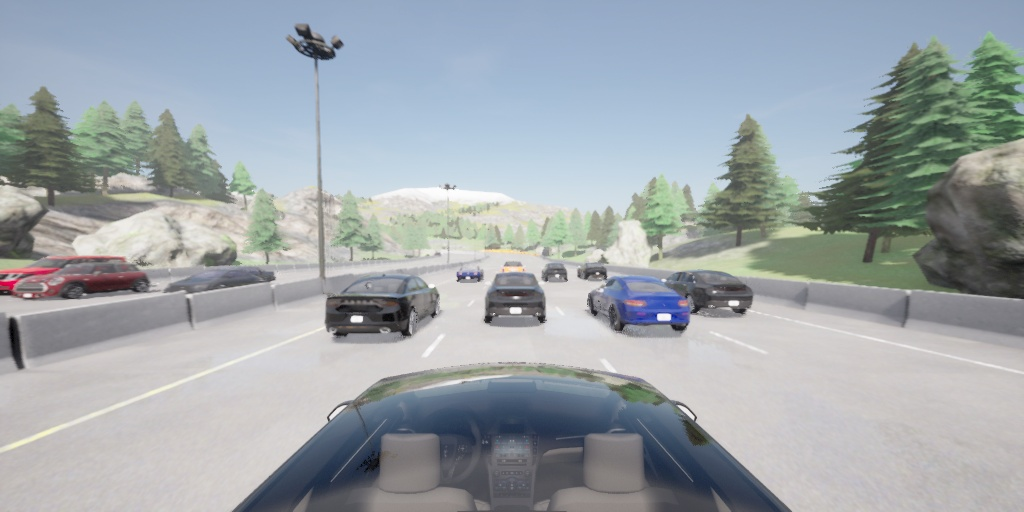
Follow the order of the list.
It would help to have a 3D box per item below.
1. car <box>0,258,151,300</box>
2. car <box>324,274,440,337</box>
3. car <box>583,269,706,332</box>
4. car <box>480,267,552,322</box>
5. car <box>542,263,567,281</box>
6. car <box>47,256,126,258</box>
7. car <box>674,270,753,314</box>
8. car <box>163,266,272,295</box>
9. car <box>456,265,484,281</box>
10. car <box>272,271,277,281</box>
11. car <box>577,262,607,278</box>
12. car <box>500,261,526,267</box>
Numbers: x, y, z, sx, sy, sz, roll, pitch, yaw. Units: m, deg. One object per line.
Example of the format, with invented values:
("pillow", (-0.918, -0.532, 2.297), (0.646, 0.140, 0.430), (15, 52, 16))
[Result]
("car", (-21.077, 1.128, 17.856), (2.097, 1.767, 4.553), (0, 0, 0))
("car", (-3.401, 1.239, 10.339), (1.882, 1.535, 5.008), (0, 0, 0))
("car", (3.599, 1.289, 10.786), (1.812, 1.442, 4.674), (0, 0, 0))
("car", (0.099, 1.271, 12.299), (1.837, 1.490, 4.892), (0, 0, 0))
("car", (3.596, 1.322, 30.863), (1.837, 1.490, 4.892), (0, 0, 0))
("car", (-24.567, 1.006, 19.884), (2.150, 2.045, 5.566), (0, 0, 0))
("car", (7.099, 1.277, 13.897), (1.837, 1.490, 4.892), (0, 0, 0))
("car", (-14.080, 1.341, 17.233), (1.994, 1.385, 4.181), (0, 0, 0))
("car", (-3.404, 1.415, 30.041), (1.895, 1.301, 4.718), (0, 0, 0))
("car", (-17.545, 1.339, 22.926), (2.033, 1.411, 5.357), (0, 0, 1))
("car", (7.096, 1.299, 32.186), (1.882, 1.535, 5.008), (0, 0, 0))
("car", (0.096, 1.166, 29.904), (2.097, 1.767, 4.553), (0, 0, 0))
